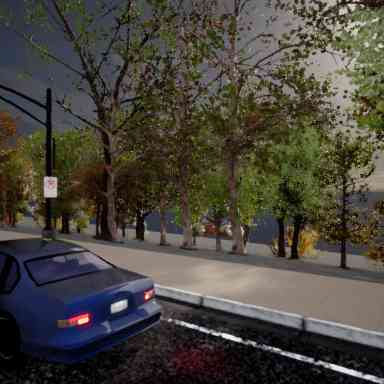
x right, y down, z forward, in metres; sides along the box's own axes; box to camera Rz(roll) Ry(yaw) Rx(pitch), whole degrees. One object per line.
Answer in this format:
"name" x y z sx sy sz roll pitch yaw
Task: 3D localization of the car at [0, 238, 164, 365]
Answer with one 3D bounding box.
"car" -2.997 1.545 5.827 5.357 1.411 2.033 0 0 36
